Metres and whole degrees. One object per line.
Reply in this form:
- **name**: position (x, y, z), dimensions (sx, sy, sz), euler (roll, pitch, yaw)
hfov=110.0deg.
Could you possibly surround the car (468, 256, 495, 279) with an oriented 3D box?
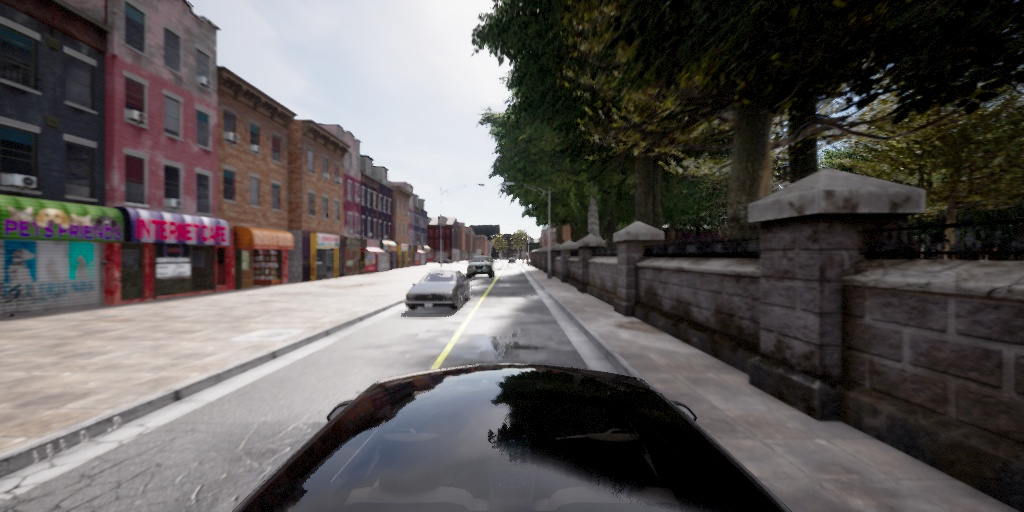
- **car**: position (-2.774, 0.964, 33.188), dimensions (2.150, 2.045, 5.566), euler (0, 0, 0)

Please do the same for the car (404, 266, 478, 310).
- **car**: position (-2.824, 1.293, 14.837), dimensions (2.033, 1.411, 5.357), euler (0, 0, 0)
